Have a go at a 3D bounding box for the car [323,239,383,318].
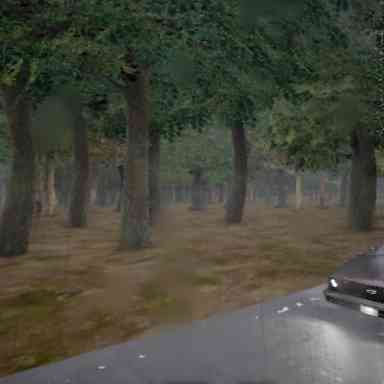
[{"bbox_3d":[5.028,1.572,7.092,5.357,1.411,2.033,0,0,-37],"label":"car"}]
